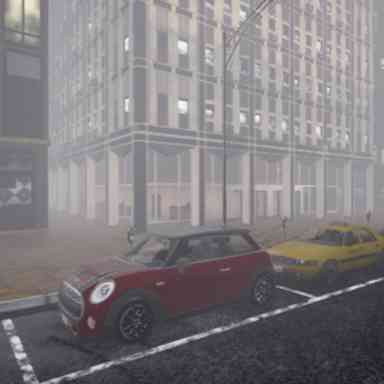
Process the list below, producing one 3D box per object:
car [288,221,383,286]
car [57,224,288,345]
[{"bbox_3d":[4.036,1.527,9.443,4.829,1.417,1.752,0,0,-36],"label":"car"},{"bbox_3d":[-0.345,1.441,6.317,4.097,1.590,1.967,0,0,-36],"label":"car"}]
